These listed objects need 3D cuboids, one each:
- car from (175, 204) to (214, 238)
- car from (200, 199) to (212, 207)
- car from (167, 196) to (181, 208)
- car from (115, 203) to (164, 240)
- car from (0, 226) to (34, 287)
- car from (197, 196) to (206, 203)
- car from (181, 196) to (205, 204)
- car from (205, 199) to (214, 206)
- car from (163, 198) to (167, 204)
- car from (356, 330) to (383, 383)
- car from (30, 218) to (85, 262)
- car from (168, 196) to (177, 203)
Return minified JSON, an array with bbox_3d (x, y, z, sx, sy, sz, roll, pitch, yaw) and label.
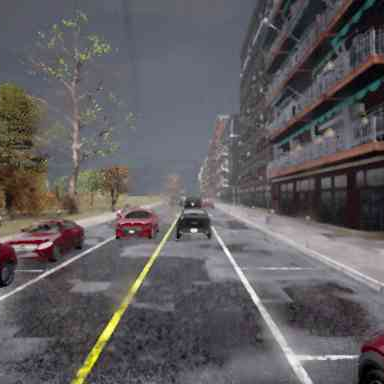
[{"bbox_3d":[0.102,1.654,18.692,1.837,1.490,4.892,0,0,0],"label":"car"},{"bbox_3d":[2.583,2.049,62.659,2.008,1.369,4.403,1,0,0],"label":"car"},{"bbox_3d":[-2.783,1.686,59.437,2.150,2.045,5.566,0,0,1],"label":"car"},{"bbox_3d":[-2.848,1.623,18.221,1.882,1.535,5.008,0,0,0],"label":"car"},{"bbox_3d":[-5.306,1.638,6.976,1.802,1.307,4.206,1,0,0],"label":"car"},{"bbox_3d":[2.590,2.035,90.385,2.192,1.841,5.009,1,0,0],"label":"car"},{"bbox_3d":[0.105,1.540,39.820,2.150,2.045,5.566,0,0,0],"label":"car"},{"bbox_3d":[2.581,1.992,51.570,1.802,1.307,4.206,1,0,0],"label":"car"},{"bbox_3d":[-5.295,2.024,73.410,1.967,1.590,4.097,1,0,0],"label":"car"},{"bbox_3d":[2.575,1.455,1.668,1.967,1.590,4.097,1,0,0],"label":"car"},{"bbox_3d":[-5.305,1.682,12.512,1.802,1.307,4.206,1,0,0],"label":"car"},{"bbox_3d":[-5.291,2.031,90.020,2.192,1.841,5.009,1,0,0],"label":"car"}]
